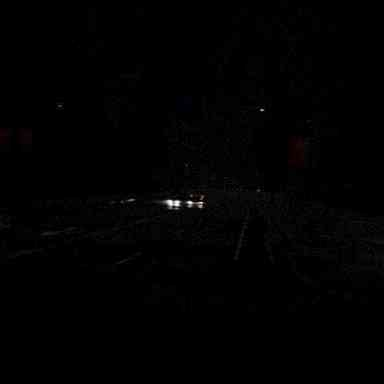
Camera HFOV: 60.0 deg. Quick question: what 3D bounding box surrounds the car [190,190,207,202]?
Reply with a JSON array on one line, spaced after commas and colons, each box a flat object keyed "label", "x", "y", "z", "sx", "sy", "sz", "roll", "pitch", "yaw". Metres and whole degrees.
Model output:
[{"label": "car", "x": 1.062, "y": 0.581, "z": 52.474, "sx": 2.097, "sy": 1.767, "sz": 4.553, "roll": 4, "pitch": 1, "yaw": 11}]

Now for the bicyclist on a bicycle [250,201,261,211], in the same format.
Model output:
[{"label": "bicyclist on a bicycle", "x": 4.953, "y": 1.497, "z": 26.049, "sx": 0.866, "sy": 1.612, "sz": 1.509, "roll": 4, "pitch": 1, "yaw": 11}]

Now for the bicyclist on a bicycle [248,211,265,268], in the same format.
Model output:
[{"label": "bicyclist on a bicycle", "x": 2.105, "y": 1.572, "z": 10.894, "sx": 0.582, "sy": 1.620, "sz": 1.656, "roll": 4, "pitch": 0, "yaw": 11}]

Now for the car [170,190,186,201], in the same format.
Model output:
[{"label": "car", "x": -2.139, "y": 0.519, "z": 53.048, "sx": 2.128, "sy": 1.511, "sz": 4.902, "roll": 4, "pitch": 1, "yaw": 11}]
